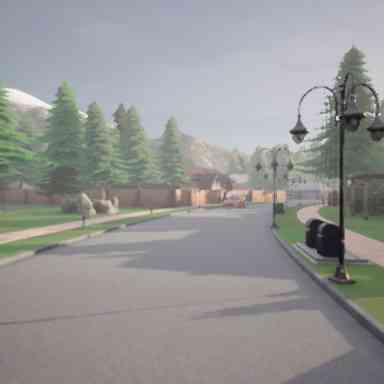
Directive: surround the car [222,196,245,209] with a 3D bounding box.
[{"bbox_3d":[5.544,1.312,43.805,2.097,1.767,4.553,0,0,23],"label":"car"}]
